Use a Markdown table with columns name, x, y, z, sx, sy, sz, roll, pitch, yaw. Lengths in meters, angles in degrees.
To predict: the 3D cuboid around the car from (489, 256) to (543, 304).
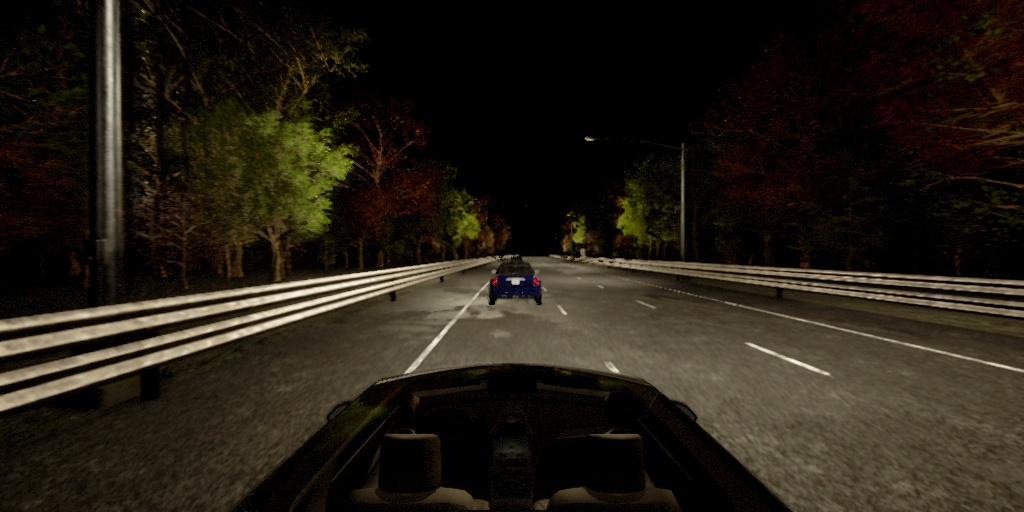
| name | x | y | z | sx | sy | sz | roll | pitch | yaw |
| --- | --- | --- | --- | --- | --- | --- | --- | --- | --- |
| car | 0.149 | 1.004 | 15.711 | 2.097 | 1.767 | 4.553 | 0 | 0 | 0 |
